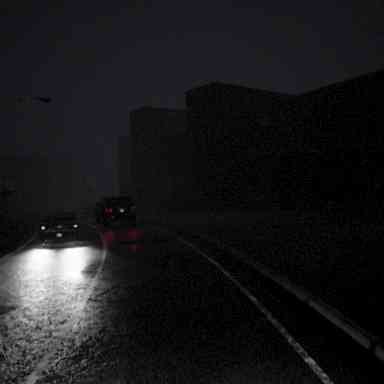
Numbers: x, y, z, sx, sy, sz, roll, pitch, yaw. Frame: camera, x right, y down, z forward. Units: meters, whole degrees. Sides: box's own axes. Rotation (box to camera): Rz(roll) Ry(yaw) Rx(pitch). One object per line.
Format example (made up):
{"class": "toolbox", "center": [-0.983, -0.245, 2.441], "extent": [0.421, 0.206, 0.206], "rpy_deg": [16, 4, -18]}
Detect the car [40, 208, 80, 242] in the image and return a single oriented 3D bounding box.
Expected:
{"class": "car", "center": [-7.023, 1.770, 17.912], "extent": [1.895, 1.301, 4.718], "rpy_deg": [-2, 0, -19]}

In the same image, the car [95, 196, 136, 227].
{"class": "car", "center": [-5.734, 1.338, 24.486], "extent": [2.150, 2.045, 5.566], "rpy_deg": [-2, 1, -24]}

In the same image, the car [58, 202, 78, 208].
{"class": "car", "center": [-15.139, 1.915, 40.592], "extent": [1.812, 1.442, 4.674], "rpy_deg": [-3, 0, -31]}
